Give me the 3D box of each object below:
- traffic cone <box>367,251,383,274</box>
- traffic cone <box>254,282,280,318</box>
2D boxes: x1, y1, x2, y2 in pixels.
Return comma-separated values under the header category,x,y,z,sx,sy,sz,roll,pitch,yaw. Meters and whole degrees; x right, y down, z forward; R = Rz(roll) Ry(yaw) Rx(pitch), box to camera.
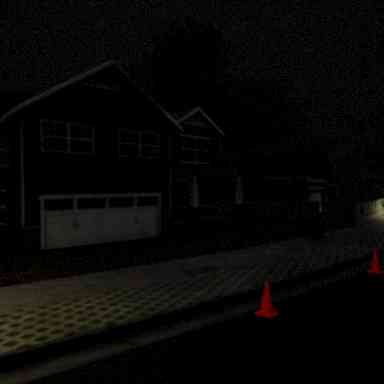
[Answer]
category,x,y,z,sx,sy,sz,roll,pitch,yaw
traffic cone,5.133,1.952,9.310,0.340,0.580,0.340,0,0,-41
traffic cone,1.395,1.963,6.167,0.340,0.580,0.340,0,0,-39
